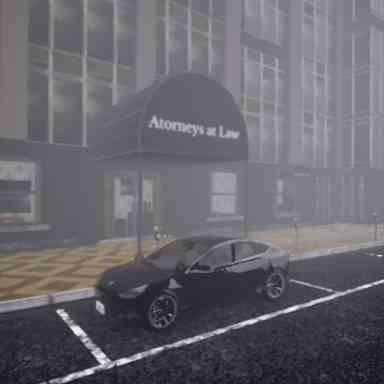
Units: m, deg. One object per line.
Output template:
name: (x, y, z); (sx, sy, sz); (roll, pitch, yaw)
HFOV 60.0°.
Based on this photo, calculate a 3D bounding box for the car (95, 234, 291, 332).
car: (0.228, 1.595, 6.893); (4.313, 1.339, 1.947); (1, 0, -35)
